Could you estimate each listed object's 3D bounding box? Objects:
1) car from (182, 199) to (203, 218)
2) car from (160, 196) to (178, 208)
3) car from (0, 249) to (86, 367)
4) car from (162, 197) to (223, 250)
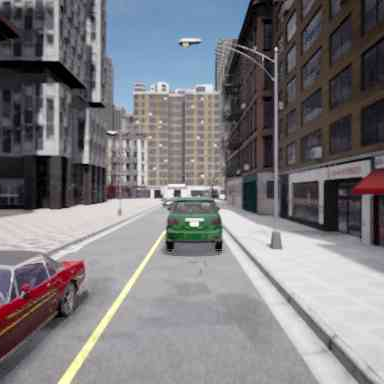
[{"bbox_3d":[0.056,1.462,31.264,1.837,1.490,4.892,0,0,0],"label":"car"},{"bbox_3d":[-3.152,1.404,46.812,2.128,1.511,4.902,0,0,0],"label":"car"},{"bbox_3d":[-3.106,1.599,4.629,1.895,1.301,4.718,0,0,0],"label":"car"},{"bbox_3d":[0.082,1.213,14.329,2.150,2.045,5.566,0,0,0],"label":"car"}]
